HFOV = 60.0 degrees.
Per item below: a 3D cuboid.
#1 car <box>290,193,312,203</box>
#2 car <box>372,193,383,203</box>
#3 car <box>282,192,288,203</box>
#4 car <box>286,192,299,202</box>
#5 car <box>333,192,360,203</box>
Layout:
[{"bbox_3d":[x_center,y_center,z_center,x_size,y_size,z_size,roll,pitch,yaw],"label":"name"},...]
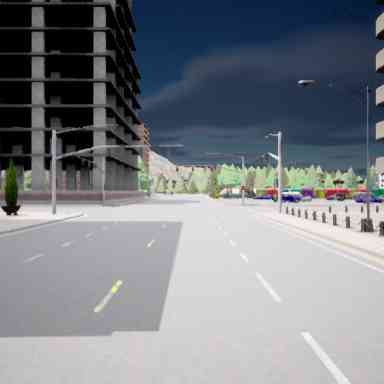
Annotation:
[{"bbox_3d":[24.282,1.420,73.212,3.806,1.475,1.970,0,0,0],"label":"car"},{"bbox_3d":[39.415,1.420,67.527,3.806,1.475,1.970,0,0,0],"label":"car"},{"bbox_3d":[24.201,1.178,78.790,4.605,1.855,1.932,0,0,0],"label":"car"},{"bbox_3d":[24.267,1.388,76.107,3.905,1.438,1.784,0,0,0],"label":"car"},{"bbox_3d":[39.232,1.181,84.424,4.605,1.855,1.932,0,0,0],"label":"car"}]
